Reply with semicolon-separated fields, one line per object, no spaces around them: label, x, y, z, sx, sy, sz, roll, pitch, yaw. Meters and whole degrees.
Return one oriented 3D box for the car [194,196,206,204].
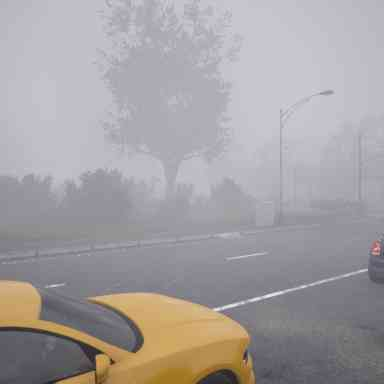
car;2.254;1.451;57.175;1.837;1.490;4.892;0;2;-33

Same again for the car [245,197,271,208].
car;9.242;1.486;46.339;2.128;1.511;4.902;0;0;-32

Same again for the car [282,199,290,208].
car;12.025;1.470;48.538;1.882;1.535;5.008;0;0;-33

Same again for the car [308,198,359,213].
car;15.191;1.492;36.747;2.128;1.511;4.902;0;0;-30

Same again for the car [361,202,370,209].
car;18.166;1.492;38.759;2.128;1.511;4.902;0;0;-32

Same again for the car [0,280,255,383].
car;-1.686;1.478;2.548;5.008;1.535;1.882;0;0;-35

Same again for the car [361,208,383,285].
car;6.435;1.352;8.310;4.553;1.767;2.097;0;0;-35
